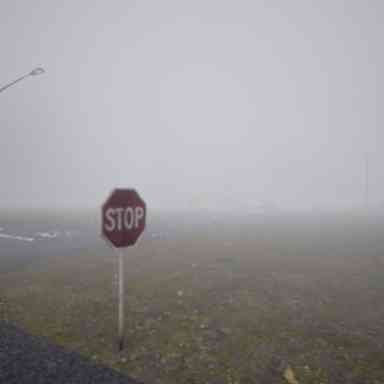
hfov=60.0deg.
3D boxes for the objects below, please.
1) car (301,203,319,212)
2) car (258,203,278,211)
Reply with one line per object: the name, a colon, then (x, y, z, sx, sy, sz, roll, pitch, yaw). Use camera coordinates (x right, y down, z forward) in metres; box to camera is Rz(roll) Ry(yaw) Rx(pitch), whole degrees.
car: (18.793, 2.400, 52.879, 1.812, 1.442, 4.674, 0, -1, 36)
car: (12.991, 2.475, 56.802, 1.895, 1.301, 4.718, 0, 0, 36)
